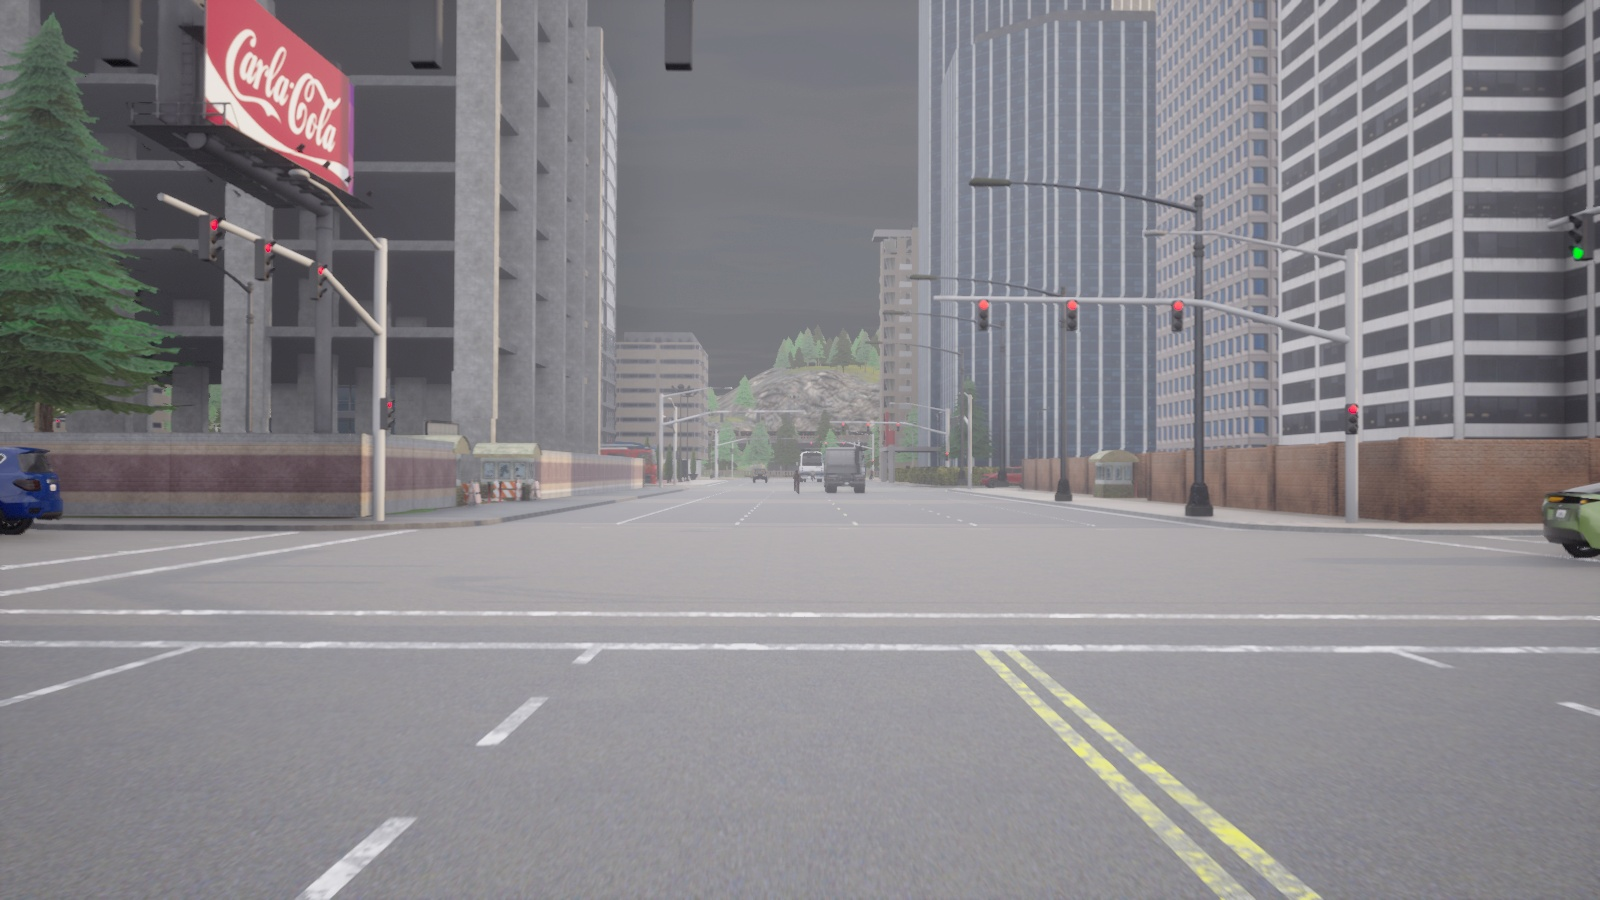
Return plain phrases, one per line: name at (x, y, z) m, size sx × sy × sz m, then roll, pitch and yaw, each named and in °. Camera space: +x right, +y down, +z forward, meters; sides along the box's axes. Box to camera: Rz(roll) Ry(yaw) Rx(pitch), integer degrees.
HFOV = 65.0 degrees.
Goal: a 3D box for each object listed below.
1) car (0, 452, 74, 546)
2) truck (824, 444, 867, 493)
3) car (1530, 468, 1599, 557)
car at (-19.480, 1.076, 27.741) m, size 5.566 × 2.045 × 2.150 m, roll 0°, pitch -1°, yaw -13°
truck at (3.277, 1.372, 92.740) m, size 2.891 × 3.462 × 7.936 m, roll 0°, pitch -1°, yaw 0°
car at (15.832, 1.072, 22.307) m, size 4.514 × 1.525 × 2.007 m, roll 0°, pitch -1°, yaw 7°
